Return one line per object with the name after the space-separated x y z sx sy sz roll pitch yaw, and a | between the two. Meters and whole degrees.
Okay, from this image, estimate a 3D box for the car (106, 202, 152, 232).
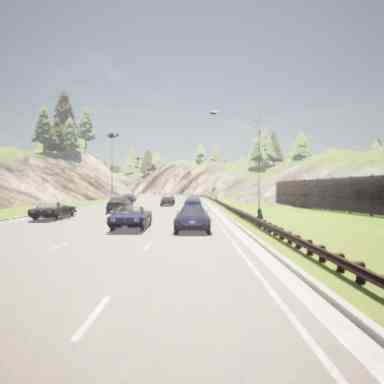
-3.402 1.446 19.078 1.895 1.301 4.718 0 0 0 | car

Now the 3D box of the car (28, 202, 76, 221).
-10.401 1.398 25.158 1.895 1.301 4.718 0 0 0 | car

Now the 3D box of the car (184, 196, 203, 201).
0.109 1.186 35.932 1.882 1.535 5.008 0 1 1 | car

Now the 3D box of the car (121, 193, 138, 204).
-10.352 1.034 55.002 1.882 1.535 5.008 0 1 0 | car

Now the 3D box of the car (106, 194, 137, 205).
-6.891 1.248 31.860 1.837 1.490 4.892 0 1 0 | car

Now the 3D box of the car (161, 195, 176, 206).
-3.341 1.113 46.832 2.128 1.511 4.902 0 1 0 | car

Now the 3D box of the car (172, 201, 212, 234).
0.031 1.416 18.255 1.994 1.385 4.181 0 1 0 | car
